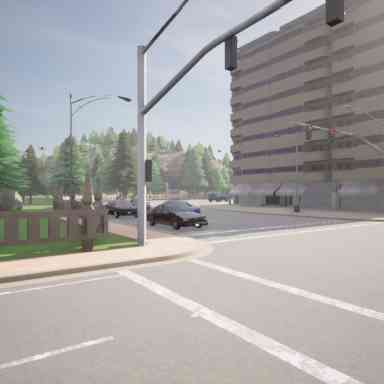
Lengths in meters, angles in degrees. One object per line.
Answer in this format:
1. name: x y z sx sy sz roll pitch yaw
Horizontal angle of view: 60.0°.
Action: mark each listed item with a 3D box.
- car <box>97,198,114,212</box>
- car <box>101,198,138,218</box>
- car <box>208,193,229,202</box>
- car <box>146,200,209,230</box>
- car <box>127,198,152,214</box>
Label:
1. car: -10.085 1.470 38.588 1.812 1.442 4.674 0 0 -15
2. car: -6.291 1.422 29.448 1.882 1.535 5.008 0 0 -28
3. car: 5.673 1.170 71.184 2.150 2.045 5.566 0 0 40
4. car: -1.197 1.492 21.118 2.033 1.411 5.357 0 0 -34
5. car: -5.827 1.449 36.492 1.837 1.490 4.892 0 0 -20
